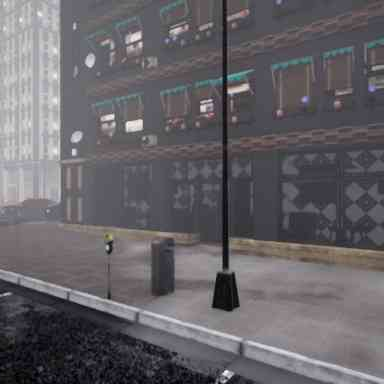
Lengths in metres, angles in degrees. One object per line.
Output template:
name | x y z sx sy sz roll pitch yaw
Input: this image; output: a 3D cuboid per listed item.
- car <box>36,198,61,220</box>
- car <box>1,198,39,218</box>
car | -8.260 1.264 23.554 1.947 1.339 4.313 1 1 35
car | -12.897 1.242 27.046 1.812 1.442 4.674 0 1 35
